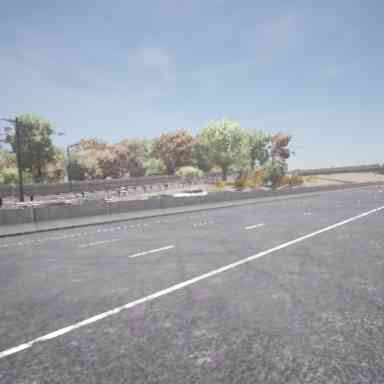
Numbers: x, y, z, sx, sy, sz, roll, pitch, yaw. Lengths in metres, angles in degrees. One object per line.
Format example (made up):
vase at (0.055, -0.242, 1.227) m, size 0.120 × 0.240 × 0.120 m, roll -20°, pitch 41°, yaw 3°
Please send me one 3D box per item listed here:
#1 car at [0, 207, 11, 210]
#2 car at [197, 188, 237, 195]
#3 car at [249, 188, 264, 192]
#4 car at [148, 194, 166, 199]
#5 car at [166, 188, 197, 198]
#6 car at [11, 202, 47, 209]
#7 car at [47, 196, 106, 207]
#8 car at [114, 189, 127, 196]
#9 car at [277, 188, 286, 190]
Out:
car at (-15.692, 1.753, 29.901) m, size 1.895 × 1.301 × 4.718 m, roll 1°, pitch 0°, yaw 40°
car at (3.163, 0.565, 41.836) m, size 2.097 × 1.767 × 4.553 m, roll -2°, pitch 1°, yaw 40°
car at (11.110, 0.185, 56.958) m, size 1.837 × 1.490 × 4.892 m, roll -2°, pitch 1°, yaw 40°
car at (-4.280, 1.041, 43.803) m, size 1.837 × 1.490 × 4.892 m, roll -2°, pitch 0°, yaw 40°
car at (-0.263, 0.580, 43.184) m, size 2.150 × 2.045 × 5.566 m, roll -2°, pitch 1°, yaw 40°
car at (-12.317, 1.588, 28.522) m, size 1.837 × 1.490 × 4.892 m, roll -2°, pitch 1°, yaw 40°
car at (-8.891, 1.292, 27.187) m, size 2.097 × 1.767 × 4.553 m, roll -2°, pitch 1°, yaw 40°
car at (-15.115, 0.013, 68.324) m, size 1.994 × 1.385 × 4.181 m, roll -3°, pitch 3°, yaw 19°
car at (15.145, 0.067, 56.328) m, size 1.994 × 1.385 × 4.181 m, roll -2°, pitch 1°, yaw 40°
